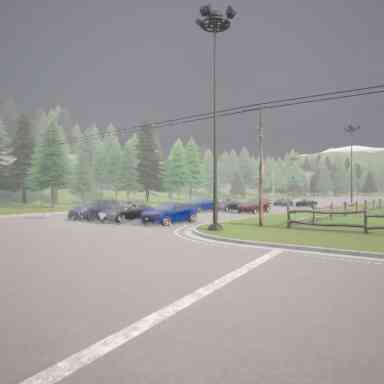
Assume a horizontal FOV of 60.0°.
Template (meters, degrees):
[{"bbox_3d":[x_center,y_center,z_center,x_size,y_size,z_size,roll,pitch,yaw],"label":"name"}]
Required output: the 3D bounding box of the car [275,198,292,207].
[{"bbox_3d":[14.050,1.564,50.815,1.994,1.385,4.181,0,0,36],"label":"car"}]

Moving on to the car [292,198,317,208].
[{"bbox_3d":[16.591,1.601,48.364,1.895,1.301,4.718,0,0,37],"label":"car"}]

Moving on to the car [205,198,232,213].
[{"bbox_3d":[3.991,1.492,37.178,2.128,1.511,4.902,0,0,36],"label":"car"}]

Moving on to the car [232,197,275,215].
[{"bbox_3d":[6.503,1.478,34.685,1.882,1.535,5.008,0,0,36],"label":"car"}]

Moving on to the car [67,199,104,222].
[{"bbox_3d":[-7.646,1.351,26.648,2.097,1.767,4.553,0,0,33],"label":"car"}]

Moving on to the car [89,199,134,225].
[{"bbox_3d":[-4.793,1.493,24.631,2.128,1.511,4.902,0,0,33],"label":"car"}]

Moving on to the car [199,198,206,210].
[{"bbox_3d":[1.104,1.477,39.159,1.882,1.535,5.008,0,0,36],"label":"car"}]

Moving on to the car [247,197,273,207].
[{"bbox_3d":[10.728,1.547,52.203,2.033,1.411,5.357,0,0,37],"label":"car"}]

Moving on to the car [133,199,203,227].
[{"bbox_3d":[-1.517,1.477,23.263,1.882,1.535,5.008,0,0,33],"label":"car"}]
